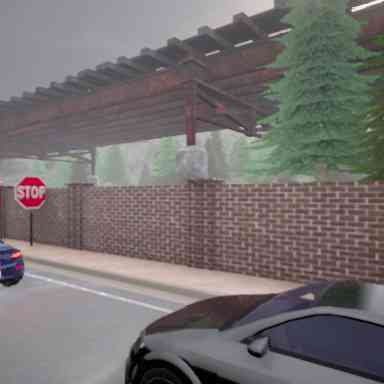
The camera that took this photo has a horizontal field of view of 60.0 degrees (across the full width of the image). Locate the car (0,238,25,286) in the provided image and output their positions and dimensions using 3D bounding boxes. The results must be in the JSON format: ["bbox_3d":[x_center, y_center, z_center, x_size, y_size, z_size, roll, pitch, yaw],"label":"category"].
[{"bbox_3d":[-5.972,1.585,8.254,4.674,1.442,1.812,0,0,36],"label":"car"}]

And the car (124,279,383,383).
[{"bbox_3d":[1.344,1.567,3.030,4.181,1.385,1.994,0,0,36],"label":"car"}]
